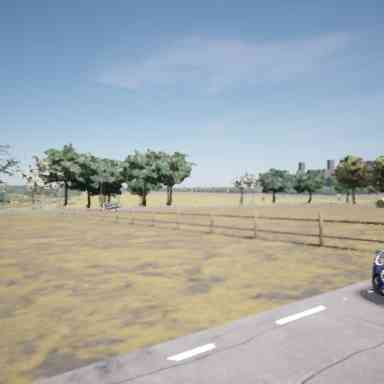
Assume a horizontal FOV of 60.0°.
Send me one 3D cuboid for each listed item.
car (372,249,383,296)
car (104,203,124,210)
[{"bbox_3d":[5.923,1.342,7.273,4.553,1.767,2.097,0,0,-35],"label":"car"},{"bbox_3d":[-19.095,3.563,81.839,4.553,1.767,2.097,0,0,-35],"label":"car"}]
